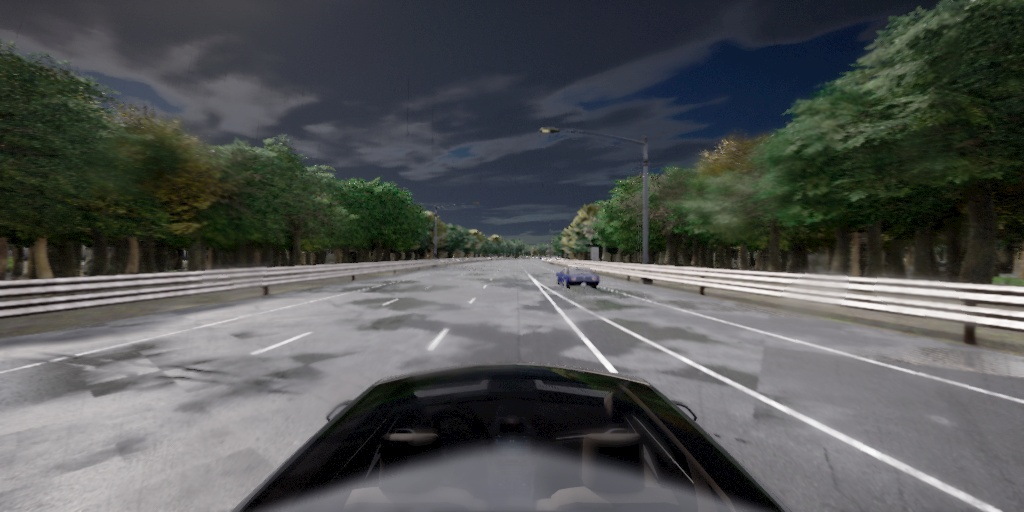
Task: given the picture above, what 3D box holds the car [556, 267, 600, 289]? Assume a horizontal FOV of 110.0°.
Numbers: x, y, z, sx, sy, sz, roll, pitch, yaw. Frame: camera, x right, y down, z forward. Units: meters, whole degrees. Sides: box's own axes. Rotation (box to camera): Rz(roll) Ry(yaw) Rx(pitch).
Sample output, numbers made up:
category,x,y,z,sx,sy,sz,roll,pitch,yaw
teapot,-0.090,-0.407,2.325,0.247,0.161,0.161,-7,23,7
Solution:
category,x,y,z,sx,sy,sz,roll,pitch,yaw
car,3.985,1.336,22.610,1.895,1.301,4.718,0,0,-3
